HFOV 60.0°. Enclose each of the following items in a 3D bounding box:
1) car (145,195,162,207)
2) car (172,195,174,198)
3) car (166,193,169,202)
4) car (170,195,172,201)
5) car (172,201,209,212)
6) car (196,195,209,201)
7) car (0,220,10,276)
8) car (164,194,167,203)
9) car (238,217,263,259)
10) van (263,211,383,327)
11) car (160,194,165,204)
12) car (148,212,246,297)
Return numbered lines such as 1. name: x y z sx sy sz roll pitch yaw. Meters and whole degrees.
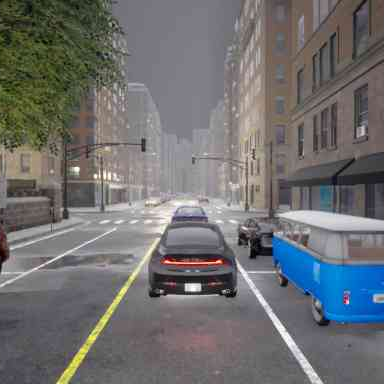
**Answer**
1. car: -6.056 1.498 50.194 1.752 1.417 4.829 0 0 0
2. car: -6.313 1.289 83.068 2.192 1.841 5.009 0 0 0
3. car: -6.185 1.514 66.716 1.887 1.381 4.507 0 0 0
4. car: -6.270 1.523 77.617 2.008 1.369 4.403 0 0 0
5. car: -0.103 1.472 18.020 1.882 1.535 5.008 0 0 0
6. car: 2.339 1.409 66.818 1.967 1.590 4.097 0 0 0
7. car: -5.716 1.314 6.676 2.192 1.841 5.009 0 0 0
8. car: -6.142 1.514 61.265 1.887 1.381 4.507 0 0 0
9. car: 2.765 1.563 12.443 1.947 1.339 4.313 0 0 0
10. van: 2.808 1.340 6.783 1.690 1.788 3.998 0 0 0
11. car: -6.099 1.521 55.814 2.008 1.369 4.403 0 0 0
12. car: 0.009 1.503 8.525 1.837 1.490 4.892 0 0 0
